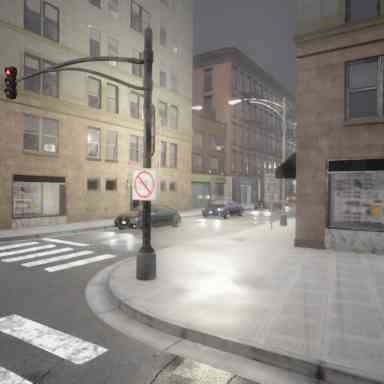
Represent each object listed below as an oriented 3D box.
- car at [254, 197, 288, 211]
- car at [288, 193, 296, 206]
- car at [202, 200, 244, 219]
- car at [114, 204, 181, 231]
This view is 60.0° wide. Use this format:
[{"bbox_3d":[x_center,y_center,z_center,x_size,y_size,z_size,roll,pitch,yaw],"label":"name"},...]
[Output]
[{"bbox_3d":[7.991,1.191,34.481,1.994,1.385,4.181,1,1,34],"label":"car"},{"bbox_3d":[13.713,0.870,42.991,2.097,1.767,4.553,1,1,34],"label":"car"},{"bbox_3d":[2.493,1.296,26.254,1.994,1.385,4.181,1,1,34],"label":"car"},{"bbox_3d":[-2.421,1.388,18.887,1.994,1.385,4.181,1,1,34],"label":"car"}]
